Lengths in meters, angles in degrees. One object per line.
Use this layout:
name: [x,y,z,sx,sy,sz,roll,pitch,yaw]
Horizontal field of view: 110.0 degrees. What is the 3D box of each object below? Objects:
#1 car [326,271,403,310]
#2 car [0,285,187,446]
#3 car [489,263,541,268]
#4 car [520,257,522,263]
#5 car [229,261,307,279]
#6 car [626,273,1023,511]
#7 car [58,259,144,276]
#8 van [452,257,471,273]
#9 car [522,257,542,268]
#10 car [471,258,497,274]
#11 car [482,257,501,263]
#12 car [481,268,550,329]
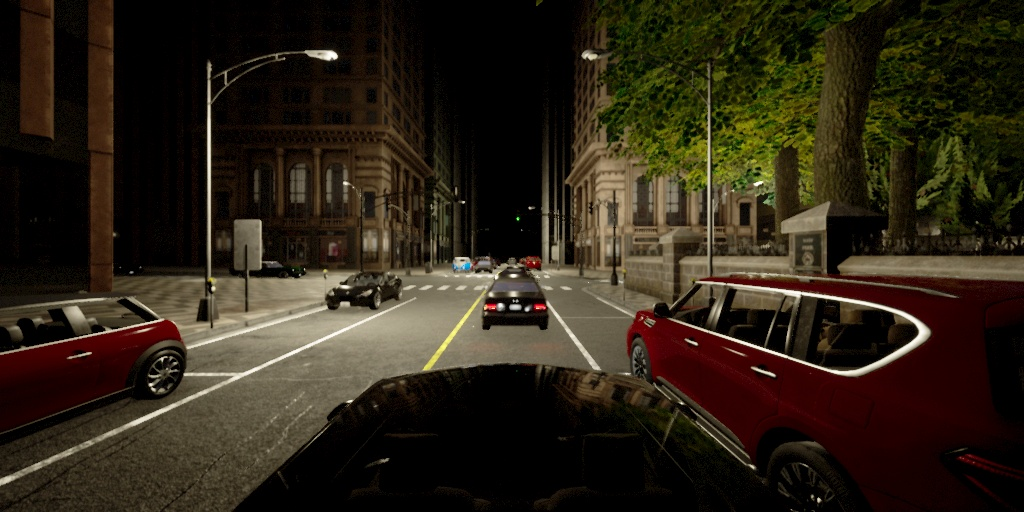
car: [-5.766,1.297,14.563,1.948,1.339,4.313,0,0,0]
car: [-5.762,1.187,3.515,1.967,1.591,4.097,0,0,0]
car: [0.302,1.291,20.698,1.994,1.385,4.181,0,0,11]
car: [2.746,1.017,52.113,2.192,1.841,5.009,0,0,0]
car: [-17.868,1.063,26.471,4.718,1.301,1.895,1,0,0]
car: [2.764,1.062,3.529,2.192,1.841,5.009,0,0,0]
car: [-30.256,0.872,26.407,4.718,1.301,1.895,1,0,-1]
van: [-5.776,1.046,41.220,1.690,1.789,3.998,0,0,0]
car: [2.748,1.018,46.672,2.192,1.841,5.009,0,0,0]
car: [-3.113,1.253,40.718,2.033,1.411,5.357,0,0,0]
car: [-3.113,1.250,51.551,2.033,1.411,5.357,0,0,0]
car: [0.079,1.284,11.197,2.033,1.411,5.357,0,0,0]
